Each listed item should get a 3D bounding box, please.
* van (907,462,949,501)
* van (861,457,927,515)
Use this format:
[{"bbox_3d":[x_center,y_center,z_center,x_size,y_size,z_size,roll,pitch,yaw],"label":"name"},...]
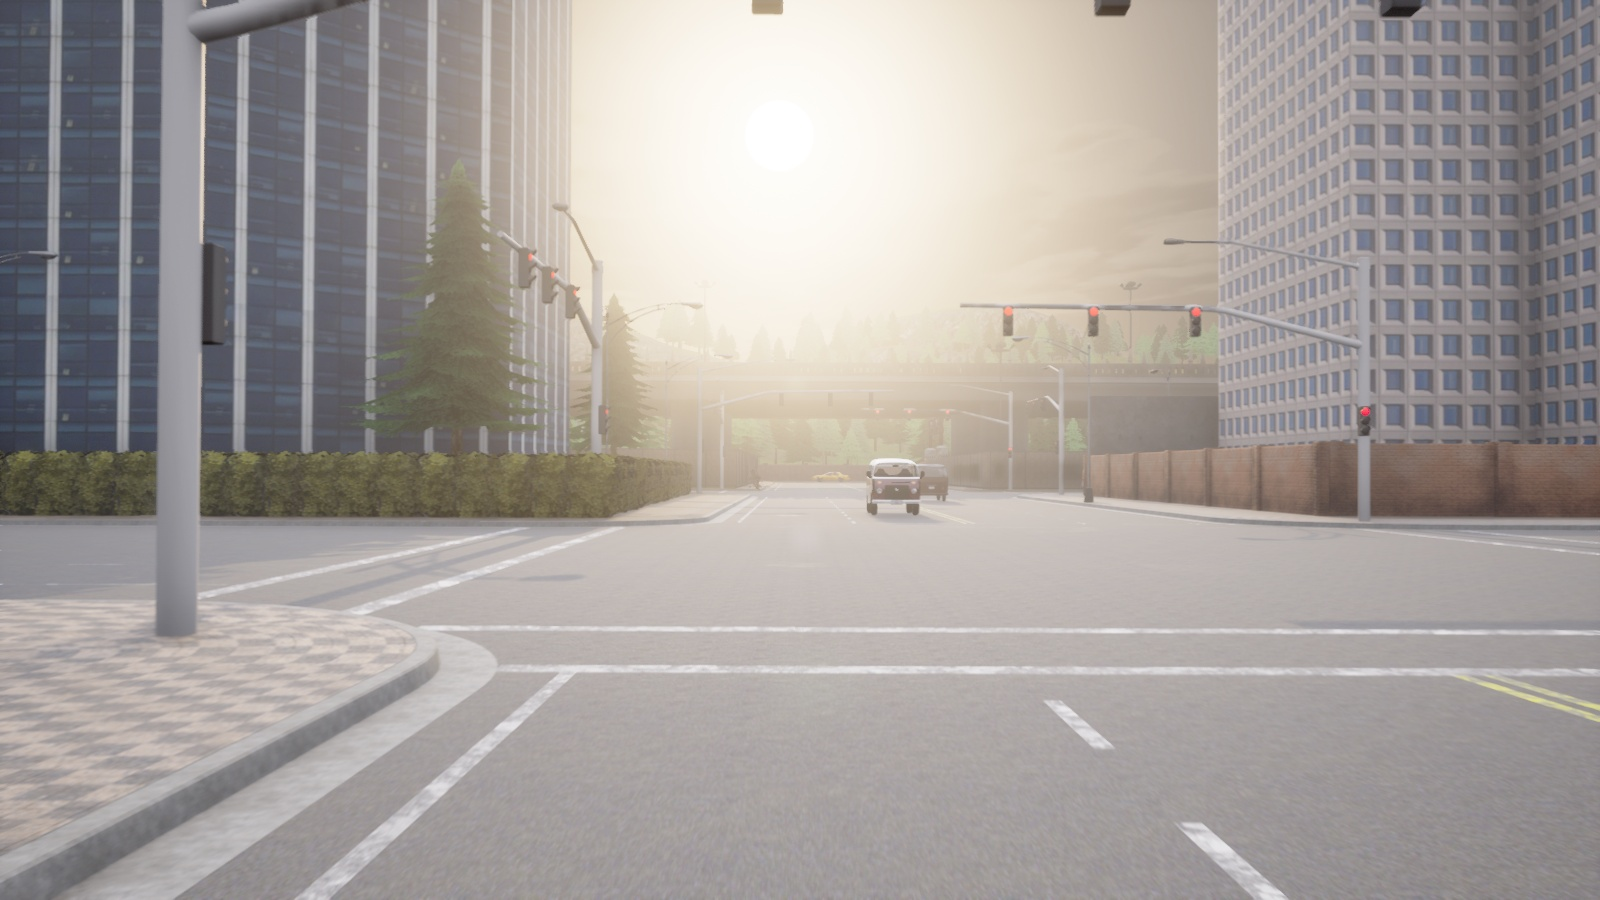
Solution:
[{"bbox_3d":[6.835,1.666,67.294,1.775,1.987,4.442,0,-1,0],"label":"van"},{"bbox_3d":[3.386,1.298,46.235,2.069,2.038,4.480,0,-1,0],"label":"van"}]
